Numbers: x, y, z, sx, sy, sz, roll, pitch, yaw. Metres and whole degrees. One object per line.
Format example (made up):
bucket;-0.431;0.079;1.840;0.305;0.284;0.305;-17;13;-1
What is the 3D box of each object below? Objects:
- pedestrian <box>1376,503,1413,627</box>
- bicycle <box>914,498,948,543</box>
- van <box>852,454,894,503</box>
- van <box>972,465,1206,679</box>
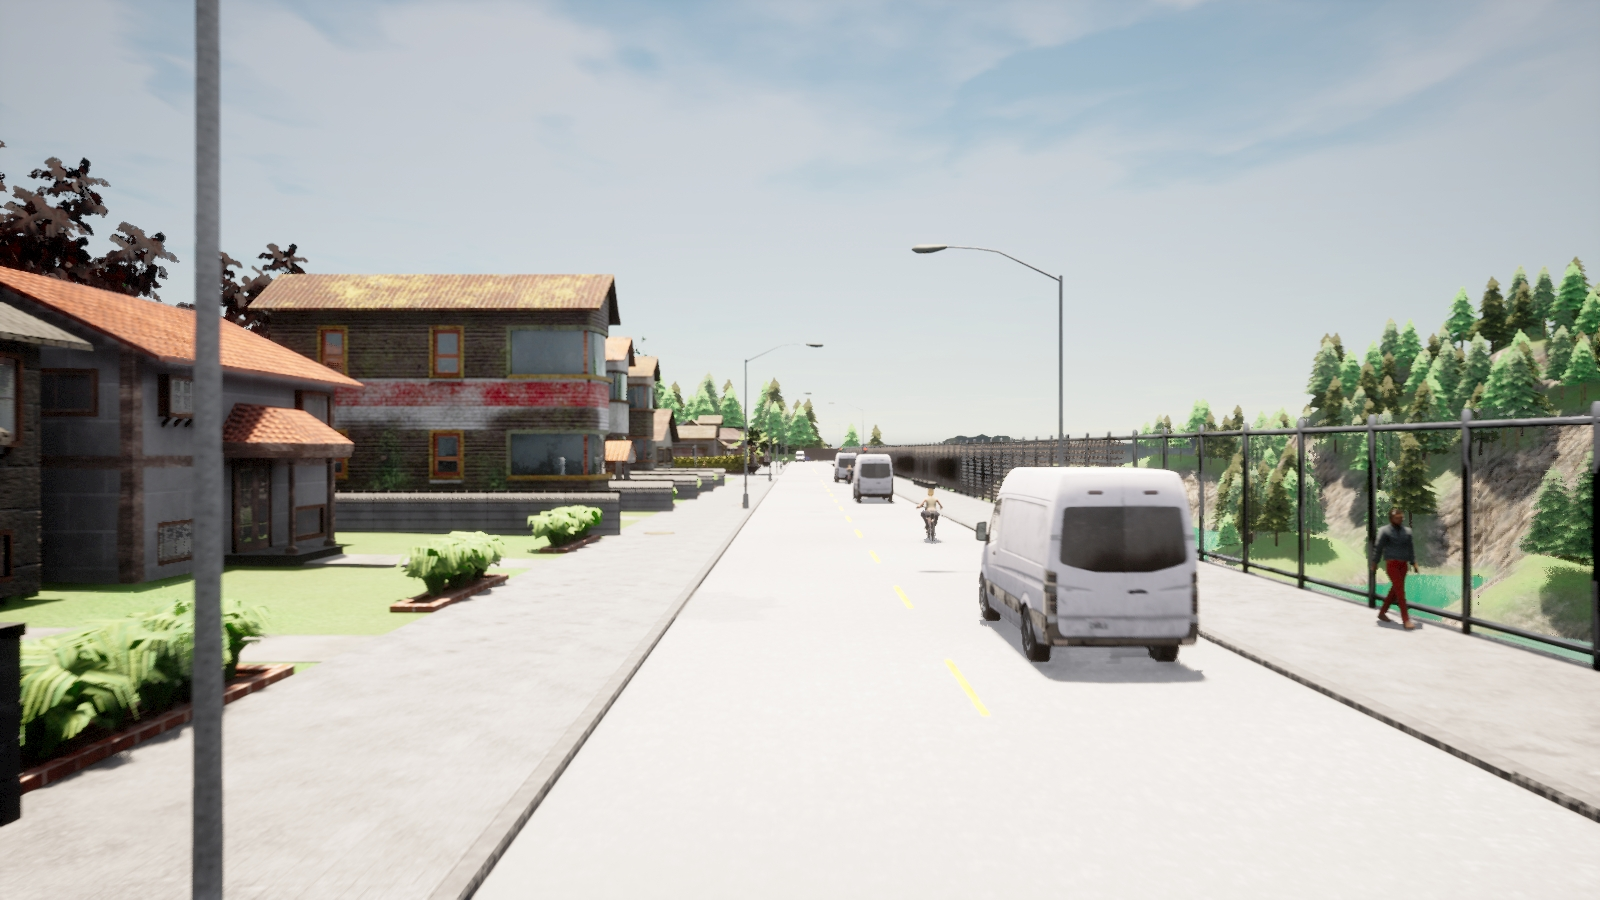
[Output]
pedestrian;9.067;1.743;17.434;0.375;1.860;0.375;0;0;-1
bicycle;4.018;2.158;35.183;0.859;1.276;1.487;0;0;0
van;4.001;1.534;63.366;1.988;2.561;5.915;0;0;0
van;3.998;1.534;17.000;1.988;2.561;5.915;0;0;0
